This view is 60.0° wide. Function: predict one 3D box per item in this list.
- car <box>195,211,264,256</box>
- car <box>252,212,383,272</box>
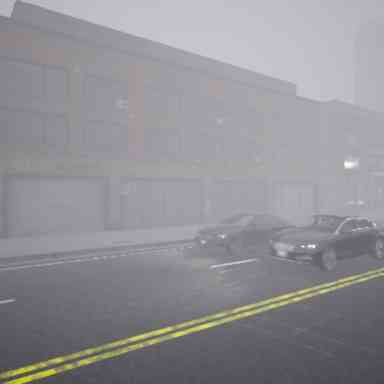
[{"bbox_3d":[2.296,1.527,13.303,4.674,1.442,1.812,0,0,-35],"label":"car"},{"bbox_3d":[4.564,1.493,10.927,4.902,1.511,2.128,0,0,-35],"label":"car"}]
